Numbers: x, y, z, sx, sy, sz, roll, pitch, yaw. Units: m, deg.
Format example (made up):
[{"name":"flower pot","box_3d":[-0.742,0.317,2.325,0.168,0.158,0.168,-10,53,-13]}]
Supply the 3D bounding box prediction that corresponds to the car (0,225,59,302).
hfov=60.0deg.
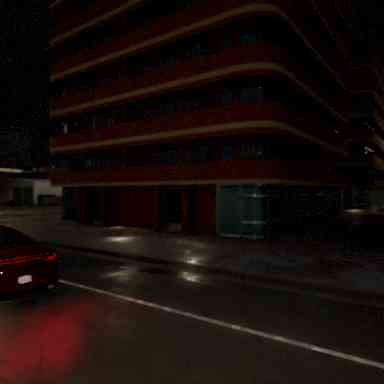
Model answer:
[{"name":"car","box_3d":[-5.136,1.483,7.660,5.008,1.535,1.882,0,0,35]}]
